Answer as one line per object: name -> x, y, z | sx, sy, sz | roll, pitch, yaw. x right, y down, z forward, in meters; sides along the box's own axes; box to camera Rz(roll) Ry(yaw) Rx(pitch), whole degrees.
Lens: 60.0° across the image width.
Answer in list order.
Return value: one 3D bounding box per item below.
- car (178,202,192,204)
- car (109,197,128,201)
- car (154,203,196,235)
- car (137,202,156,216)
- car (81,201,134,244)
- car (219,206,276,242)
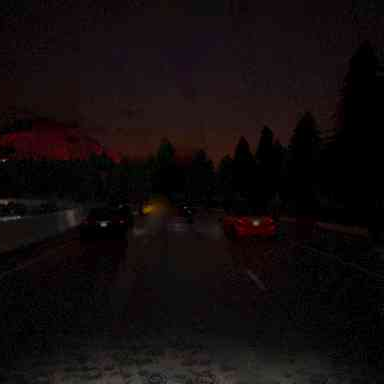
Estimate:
car -> -0.958, 1.825, 36.559 | 2.128, 1.511, 4.902 | 0, -1, -16
car -> -7.989, 1.548, 35.858 | 2.150, 2.045, 5.566 | 0, -1, -17
car -> -1.048, 1.677, 20.192 | 2.128, 1.511, 4.902 | 0, 0, -7
car -> -5.053, 1.825, 38.076 | 1.882, 1.535, 5.008 | 0, -1, -17
car -> -4.158, 1.507, 16.921 | 2.097, 1.767, 4.553 | 0, -1, -6
car -> 2.776, 1.513, 17.645 | 2.097, 1.767, 4.553 | 0, -1, -6
